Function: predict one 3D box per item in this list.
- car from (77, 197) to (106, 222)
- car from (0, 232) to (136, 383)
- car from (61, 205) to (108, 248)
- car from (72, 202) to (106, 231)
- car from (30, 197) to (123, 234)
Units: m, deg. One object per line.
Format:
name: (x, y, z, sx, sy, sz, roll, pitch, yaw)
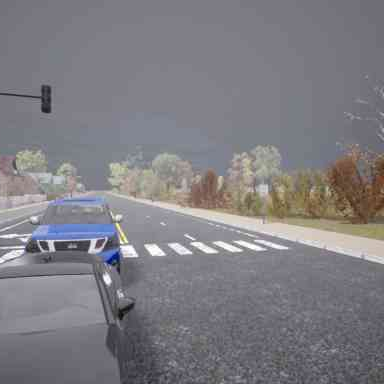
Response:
car: (-8.239, 1.338, 27.462, 2.097, 1.767, 4.553, 0, 0, -16)
car: (-1.693, 1.524, 3.855, 1.812, 1.442, 4.674, 0, 0, -13)
car: (-5.052, 1.499, 15.999, 1.837, 1.490, 4.892, 0, 0, -16)
car: (-6.650, 1.468, 21.737, 1.882, 1.535, 5.008, 0, 0, -16)
car: (-3.363, 1.218, 9.936, 2.150, 2.045, 5.566, 0, 0, -16)
